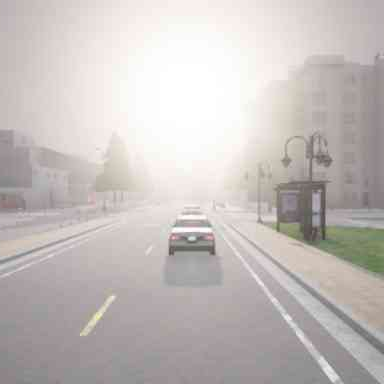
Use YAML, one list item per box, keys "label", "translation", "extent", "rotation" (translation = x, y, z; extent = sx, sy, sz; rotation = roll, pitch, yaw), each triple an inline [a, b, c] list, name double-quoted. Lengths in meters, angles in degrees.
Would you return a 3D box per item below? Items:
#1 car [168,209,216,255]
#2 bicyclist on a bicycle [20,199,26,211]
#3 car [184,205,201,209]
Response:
- label: "car"
  translation: [0.001, 1.678, 13.980]
  extent: [2.033, 1.411, 5.357]
  rotation: [0, -1, 0]
- label: "bicyclist on a bicycle"
  translation: [-22.369, 1.697, 44.090]
  extent: [0.582, 1.620, 1.656]
  rotation: [0, 0, 1]
- label: "car"
  translation: [0.016, 1.817, 28.976]
  extent: [2.033, 1.411, 5.357]
  rotation: [0, -1, 1]
